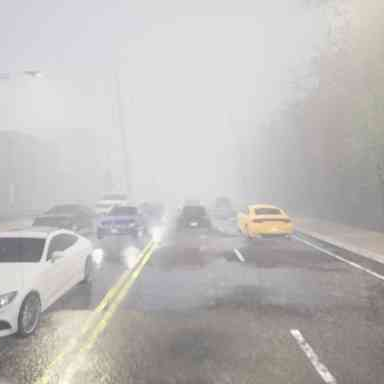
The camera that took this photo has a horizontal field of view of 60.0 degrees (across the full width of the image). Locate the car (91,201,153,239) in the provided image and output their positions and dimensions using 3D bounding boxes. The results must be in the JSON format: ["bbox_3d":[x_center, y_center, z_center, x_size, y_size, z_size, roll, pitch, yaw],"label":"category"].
[{"bbox_3d":[-3.330,1.415,16.674,1.812,1.442,4.674,0,0,1],"label":"car"}]

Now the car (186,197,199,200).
[{"bbox_3d":[0.055,1.322,42.057,1.895,1.301,4.718,0,0,1],"label":"car"}]

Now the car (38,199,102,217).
[{"bbox_3d":[-6.569,1.360,17.682,1.882,1.535,5.008,0,0,0],"label":"car"}]

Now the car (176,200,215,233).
[{"bbox_3d":[0.102,1.402,18.682,1.812,1.442,4.674,0,0,0],"label":"car"}]

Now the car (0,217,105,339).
[{"bbox_3d":[-3.338,1.481,6.626,1.812,1.442,4.674,0,0,0],"label":"car"}]

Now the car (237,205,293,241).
[{"bbox_3d":[3.352,1.370,16.125,1.882,1.535,5.008,0,0,0],"label":"car"}]

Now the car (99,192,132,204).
[{"bbox_3d":[-6.498,1.034,28.302,2.150,2.045,5.566,0,0,0],"label":"car"}]

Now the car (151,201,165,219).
[{"bbox_3d":[-3.248,1.423,26.835,1.895,1.301,4.718,0,0,0],"label":"car"}]

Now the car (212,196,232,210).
[{"bbox_3d":[3.354,1.255,37.625,1.837,1.490,4.892,0,0,0],"label":"car"}]
